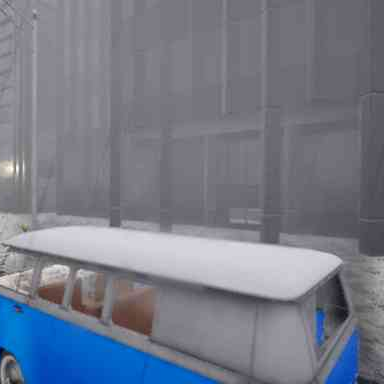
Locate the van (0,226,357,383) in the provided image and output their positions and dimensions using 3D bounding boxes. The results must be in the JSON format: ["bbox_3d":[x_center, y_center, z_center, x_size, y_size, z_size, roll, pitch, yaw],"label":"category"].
[{"bbox_3d":[-0.503,1.325,3.326,3.998,1.788,1.690,1,0,36],"label":"van"}]
